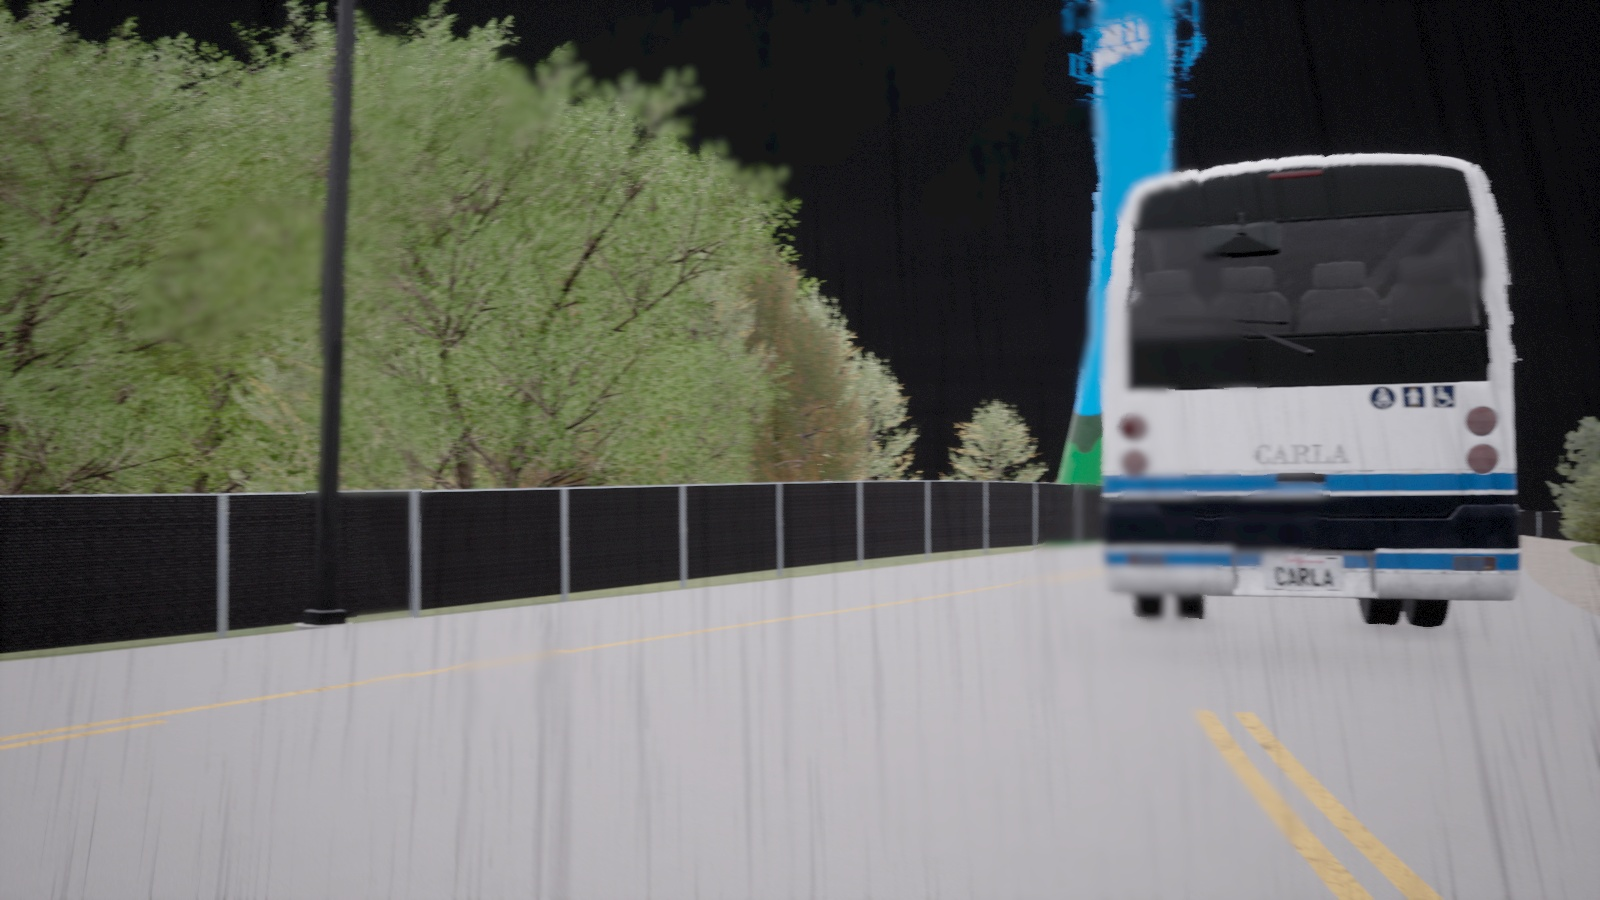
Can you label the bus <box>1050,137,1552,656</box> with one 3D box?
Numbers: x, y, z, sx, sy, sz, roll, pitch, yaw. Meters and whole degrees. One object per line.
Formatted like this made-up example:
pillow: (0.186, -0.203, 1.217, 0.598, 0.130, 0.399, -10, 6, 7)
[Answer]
bus: (5.736, -0.323, 15.774, 3.944, 4.253, 10.273, -1, -1, 17)
